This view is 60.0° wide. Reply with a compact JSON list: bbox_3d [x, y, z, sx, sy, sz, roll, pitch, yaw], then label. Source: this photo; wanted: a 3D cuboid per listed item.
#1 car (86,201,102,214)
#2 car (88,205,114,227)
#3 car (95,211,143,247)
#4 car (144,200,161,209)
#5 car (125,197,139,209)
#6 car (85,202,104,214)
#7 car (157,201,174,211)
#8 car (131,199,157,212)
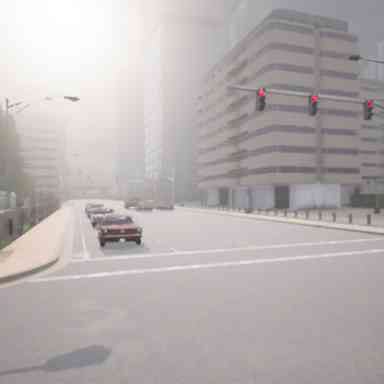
[{"bbox_3d":[-13.309,2.079,44.821,1.882,1.535,5.008,0,-1,-19],"label":"car"},{"bbox_3d":[-6.841,1.941,25.925,1.895,1.301,4.718,0,-1,-19],"label":"car"},{"bbox_3d":[-3.659,1.812,16.544,1.895,1.301,4.718,0,-1,-17],"label":"car"},{"bbox_3d":[-7.065,2.146,59.100,1.882,1.535,5.008,0,-1,-19],"label":"car"},{"bbox_3d":[-10.387,1.918,57.991,2.150,2.045,5.566,0,-1,-19],"label":"car"},{"bbox_3d":[-10.076,1.975,35.325,1.837,1.490,4.892,0,-1,-19],"label":"car"},{"bbox_3d":[-4.080,2.114,50.615,1.994,1.385,4.181,0,-1,-19],"label":"car"},{"bbox_3d":[-7.002,2.110,48.316,2.033,1.411,5.357,0,-1,-19],"label":"car"}]
